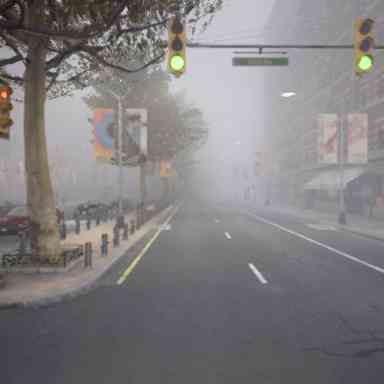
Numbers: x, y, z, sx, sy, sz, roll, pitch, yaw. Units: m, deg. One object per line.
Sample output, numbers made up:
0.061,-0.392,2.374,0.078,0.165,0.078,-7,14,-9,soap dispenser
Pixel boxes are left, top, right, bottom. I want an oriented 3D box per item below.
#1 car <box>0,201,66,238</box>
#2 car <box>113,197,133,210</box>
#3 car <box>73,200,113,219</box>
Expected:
-8.100,1.342,16.859,1.882,1.535,5.008,0,0,0,car
-8.042,1.239,37.947,2.033,1.411,5.357,0,0,0,car
-8.085,1.346,26.906,1.994,1.385,4.181,0,0,0,car
